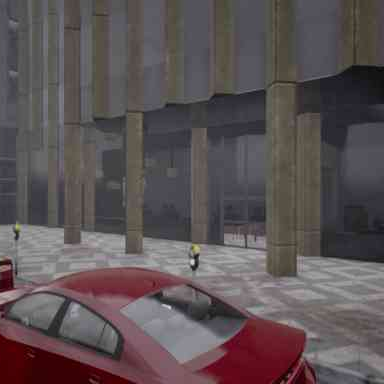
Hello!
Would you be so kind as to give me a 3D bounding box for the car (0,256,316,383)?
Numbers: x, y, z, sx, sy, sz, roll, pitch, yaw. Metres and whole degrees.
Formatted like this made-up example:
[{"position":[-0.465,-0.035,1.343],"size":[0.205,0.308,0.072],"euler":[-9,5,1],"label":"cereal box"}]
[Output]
[{"position":[-1.023,1.544,3.694],"size":[4.507,1.381,1.887],"euler":[0,0,36],"label":"car"}]
